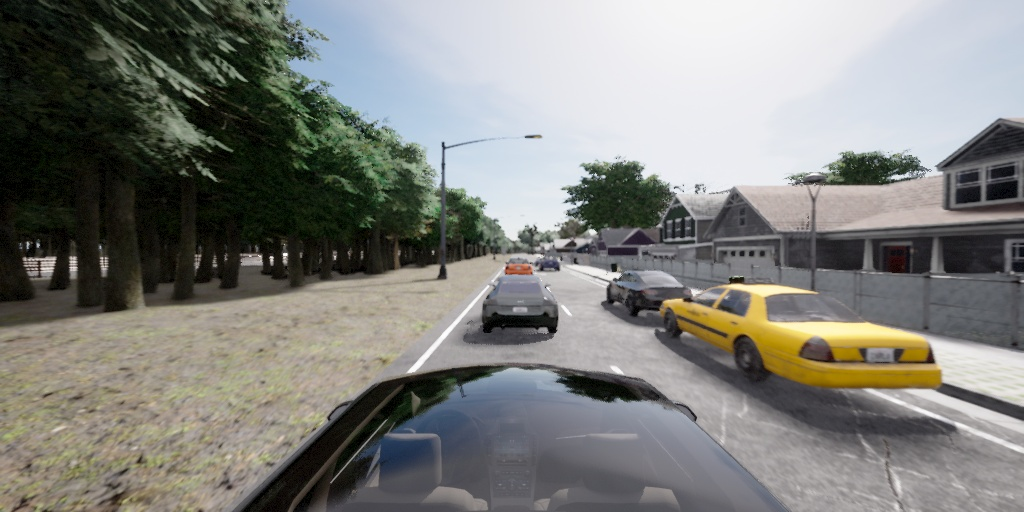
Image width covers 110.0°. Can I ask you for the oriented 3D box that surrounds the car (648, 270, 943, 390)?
[{"bbox_3d":[4.622,1.185,7.023,1.801,1.575,5.366,0,0,1],"label":"car"}]

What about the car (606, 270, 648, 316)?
[{"bbox_3d":[4.717,1.208,12.832,1.812,1.442,4.674,0,0,1],"label":"car"}]

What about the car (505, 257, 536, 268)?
[{"bbox_3d":[0.511,0.866,27.875,2.097,1.767,4.553,0,1,1],"label":"car"}]

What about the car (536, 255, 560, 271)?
[{"bbox_3d":[4.208,0.719,40.906,2.097,1.767,4.553,0,1,1],"label":"car"}]

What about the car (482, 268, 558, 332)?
[{"bbox_3d":[0.230,1.247,10.648,1.994,1.385,4.181,0,0,1],"label":"car"}]
